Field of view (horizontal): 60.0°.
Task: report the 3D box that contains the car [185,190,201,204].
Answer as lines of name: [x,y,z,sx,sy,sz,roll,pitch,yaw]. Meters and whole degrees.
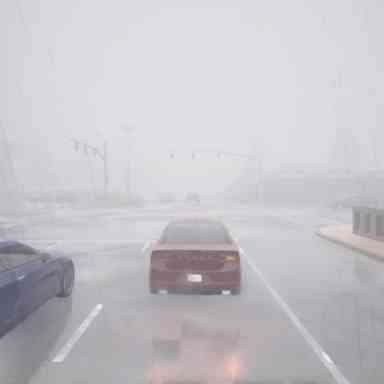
car: [0.110,0.745,45.021,1.837,1.490,4.892,0,1,0]

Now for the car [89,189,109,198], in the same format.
car: [-17.521,0.394,63.421,1.882,1.535,5.008,0,1,1]

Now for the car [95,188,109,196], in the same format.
car: [-20.986,0.002,77.856,2.097,1.767,4.553,0,1,0]

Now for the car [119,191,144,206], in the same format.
car: [-6.892,0.882,39.623,2.033,1.411,5.357,0,1,0]

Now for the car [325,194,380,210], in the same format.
car: [15.514,0.969,32.251,4.892,1.490,1.837,0,1,2]

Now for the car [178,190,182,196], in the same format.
car: [-3.485,0.147,80.949,2.033,1.411,5.357,0,1,0]

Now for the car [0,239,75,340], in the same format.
car: [-3.435,1.456,5.276,1.812,1.442,4.674,0,1,0]

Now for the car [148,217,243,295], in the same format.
car: [0.114,1.359,8.460,1.882,1.535,5.008,0,1,1]

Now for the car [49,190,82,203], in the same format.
car: [-17.580,0.567,46.475,2.097,1.767,4.553,0,1,0]

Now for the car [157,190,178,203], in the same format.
car: [-3.392,0.791,45.746,1.994,1.385,4.181,0,1,0]

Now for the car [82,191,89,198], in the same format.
car: [-20.997,0.493,64.856,1.895,1.301,4.718,0,1,0]

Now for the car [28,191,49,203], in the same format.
car: [-21.079,0.688,46.729,1.882,1.535,5.008,0,1,0]

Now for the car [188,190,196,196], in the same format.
car: [0.015,0.209,80.563,1.895,1.301,4.718,0,1,0]

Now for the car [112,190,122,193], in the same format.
car: [-17.486,0.172,78.498,2.128,1.511,4.902,0,1,0]

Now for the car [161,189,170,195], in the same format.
car: [-6.984,-0.095,87.617,1.812,1.442,4.674,0,1,0]
